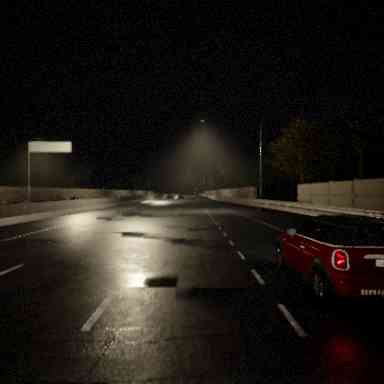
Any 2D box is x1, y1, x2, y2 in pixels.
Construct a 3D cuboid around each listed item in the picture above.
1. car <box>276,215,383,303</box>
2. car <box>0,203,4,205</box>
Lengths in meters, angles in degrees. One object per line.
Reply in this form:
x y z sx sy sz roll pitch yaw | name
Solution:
3.598 1.356 8.352 2.097 1.767 4.553 0 0 0 | car
-17.508 1.495 27.993 1.882 1.535 5.008 0 0 0 | car
